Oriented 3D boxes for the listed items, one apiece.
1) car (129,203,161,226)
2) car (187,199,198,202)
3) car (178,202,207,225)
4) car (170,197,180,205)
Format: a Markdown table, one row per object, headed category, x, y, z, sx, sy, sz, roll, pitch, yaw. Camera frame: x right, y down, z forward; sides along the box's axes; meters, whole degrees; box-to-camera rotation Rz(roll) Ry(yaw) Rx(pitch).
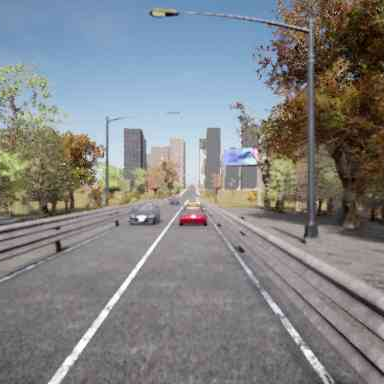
| category | x | y | z | sx | sy | sz | roll | pitch | yaw |
| --- | --- | --- | --- | --- | --- | --- | --- | --- | --- |
| car | -3.353 | 1.597 | 24.521 | 2.128 | 1.511 | 4.902 | 0 | 0 | 0 |
| car | 0.083 | 1.690 | 42.755 | 1.882 | 1.535 | 5.008 | 0 | 0 | 0 |
| car | 0.095 | 1.672 | 24.921 | 1.994 | 1.385 | 4.181 | 0 | 0 | 0 |
| car | -3.311 | 1.844 | 65.139 | 1.837 | 1.490 | 4.892 | 0 | 0 | 0 |
